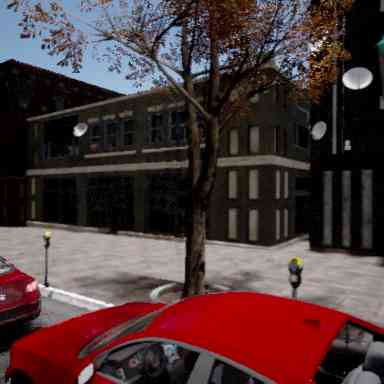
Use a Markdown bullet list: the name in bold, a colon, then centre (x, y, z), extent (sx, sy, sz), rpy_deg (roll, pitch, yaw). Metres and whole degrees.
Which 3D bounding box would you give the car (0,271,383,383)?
- **car**: centre (0.217, 1.558, 2.706), extent (4.507, 1.381, 1.887), rpy_deg (-1, 1, 36)

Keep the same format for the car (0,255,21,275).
- **car**: centre (-4.375, 1.653, 5.986), extent (4.206, 1.307, 1.802), rpy_deg (-1, 1, 36)
